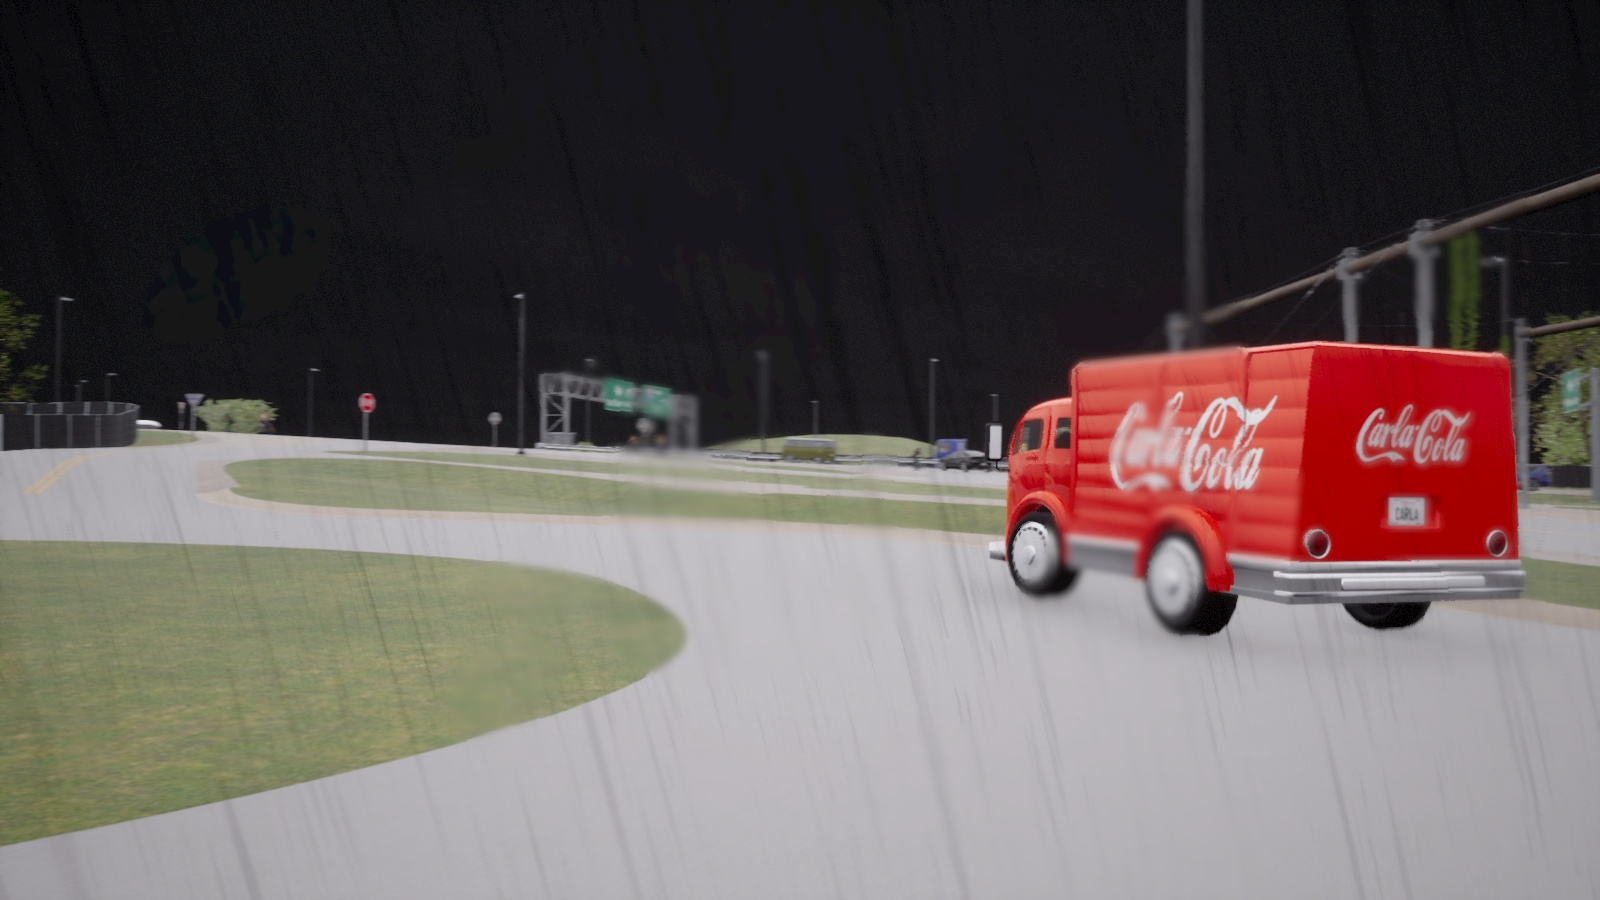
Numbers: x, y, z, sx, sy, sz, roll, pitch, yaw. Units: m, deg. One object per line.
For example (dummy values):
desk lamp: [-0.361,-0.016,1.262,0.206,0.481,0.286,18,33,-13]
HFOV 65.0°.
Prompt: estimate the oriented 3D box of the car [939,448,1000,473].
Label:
car: [11.486,0.676,85.621,1.882,1.535,5.008,1,1,-22]

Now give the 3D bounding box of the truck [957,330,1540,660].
truck: [3.924,0.365,12.287,2.627,2.467,5.204,1,0,-20]

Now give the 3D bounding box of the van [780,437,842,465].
van: [0.834,0.057,96.820,4.442,1.987,1.775,2,-1,30]
